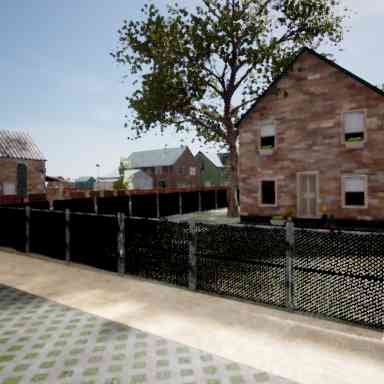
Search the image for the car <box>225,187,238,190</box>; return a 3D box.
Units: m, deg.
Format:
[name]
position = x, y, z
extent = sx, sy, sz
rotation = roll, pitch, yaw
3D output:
[car]
position = 5.076, 0.175, 39.493
extent = 1.812, 1.442, 4.674
rotation = 0, 2, 36
